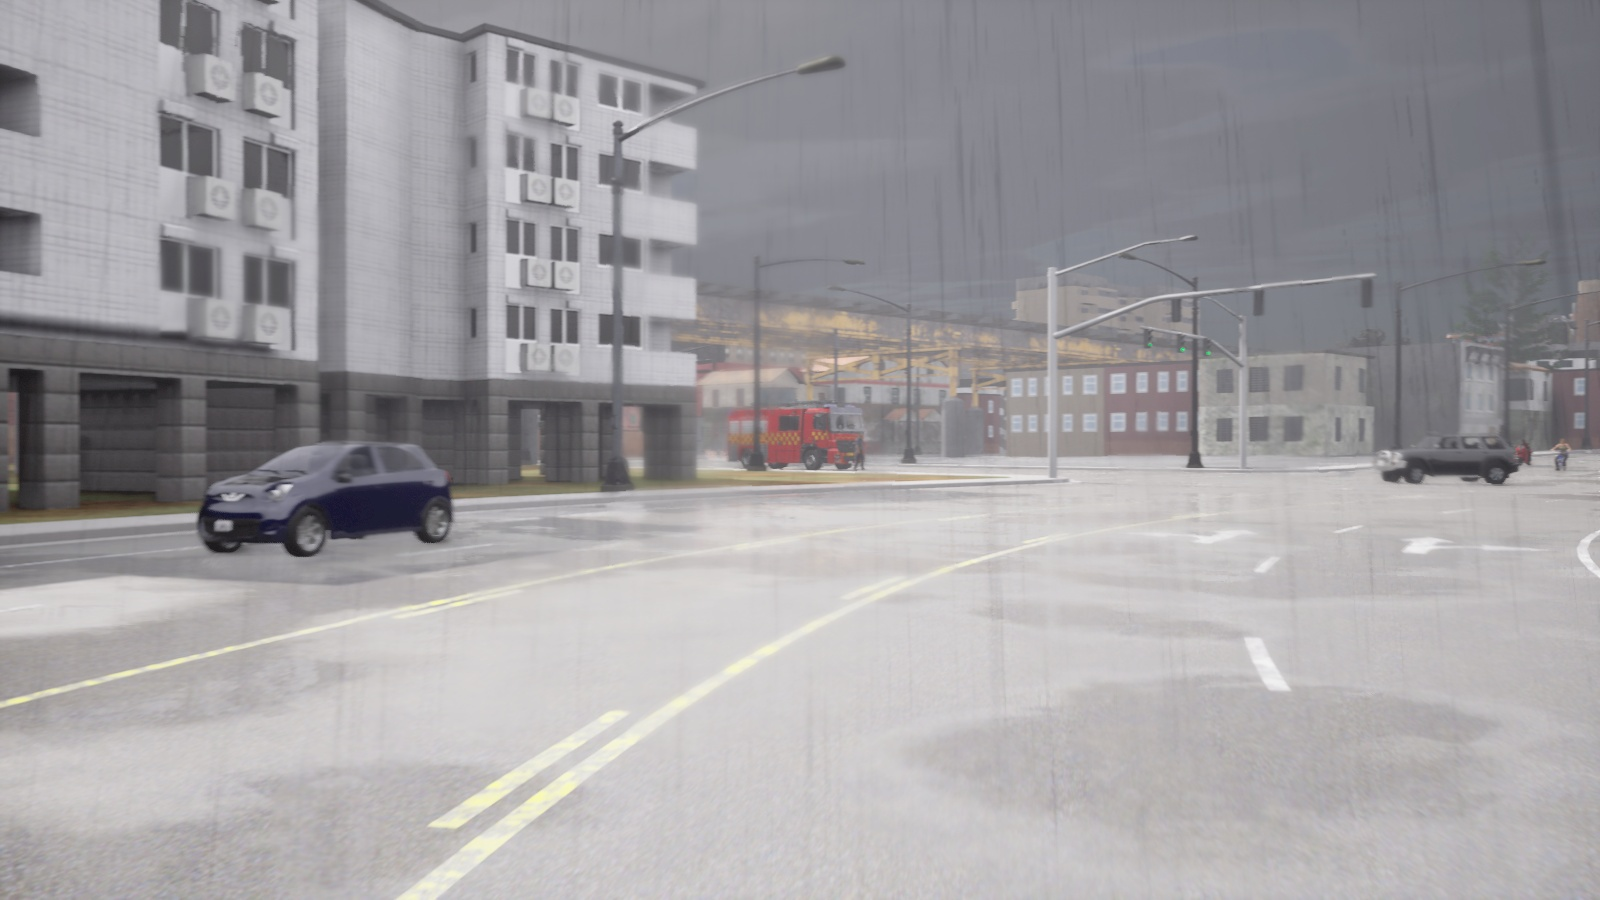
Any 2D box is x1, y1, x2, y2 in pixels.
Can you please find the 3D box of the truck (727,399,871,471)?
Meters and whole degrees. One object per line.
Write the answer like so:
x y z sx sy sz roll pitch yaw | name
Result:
-0.177 -0.814 69.895 8.468 3.827 2.891 0 0 45 | truck

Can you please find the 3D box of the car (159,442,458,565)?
-6.679 0.649 17.455 1.845 1.501 3.633 0 0 23 | car

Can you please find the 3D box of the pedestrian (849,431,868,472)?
2.650 0.077 57.048 0.694 1.848 0.540 0 0 43 | pedestrian

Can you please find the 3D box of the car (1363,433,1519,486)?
22.836 0.332 44.838 4.605 1.855 1.932 0 0 -1 | car

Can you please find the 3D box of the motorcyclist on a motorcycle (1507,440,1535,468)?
39.542 0.207 68.844 0.797 1.523 2.044 0 1 45 | motorcyclist on a motorcycle
